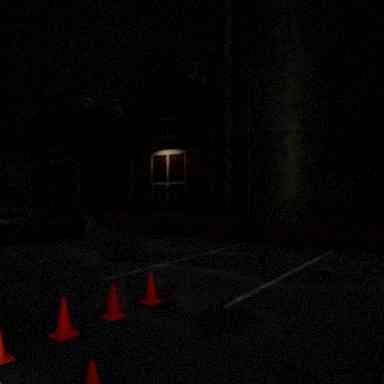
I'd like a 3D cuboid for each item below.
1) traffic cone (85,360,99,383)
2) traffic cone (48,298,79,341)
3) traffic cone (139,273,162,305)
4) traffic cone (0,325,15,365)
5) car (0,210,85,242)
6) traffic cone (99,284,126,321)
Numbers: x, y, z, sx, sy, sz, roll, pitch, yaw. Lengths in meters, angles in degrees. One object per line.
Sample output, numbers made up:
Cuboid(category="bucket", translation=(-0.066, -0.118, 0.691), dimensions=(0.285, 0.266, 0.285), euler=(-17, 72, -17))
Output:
Cuboid(category="traffic cone", translation=(-0.991, 1.966, 3.281), dimensions=(0.340, 0.580, 0.340), euler=(0, 0, 36))
Cuboid(category="traffic cone", translation=(-2.031, 1.970, 5.261), dimensions=(0.340, 0.580, 0.340), euler=(0, 0, 36))
Cuboid(category="traffic cone", translation=(-0.864, 1.979, 6.885), dimensions=(0.340, 0.580, 0.340), euler=(0, 0, 36))
Cuboid(category="traffic cone", translation=(-2.615, 1.965, 4.448), dimensions=(0.340, 0.580, 0.340), euler=(0, 0, 36))
Cuboid(category="car", translation=(-7.536, 1.590, 16.664), dimensions=(1.994, 1.381, 4.181), euler=(0, 0, 35))
Cuboid(category="traffic cone", translation=(-1.448, 1.975, 6.073), dimensions=(0.340, 0.580, 0.340), euler=(0, 0, 36))
